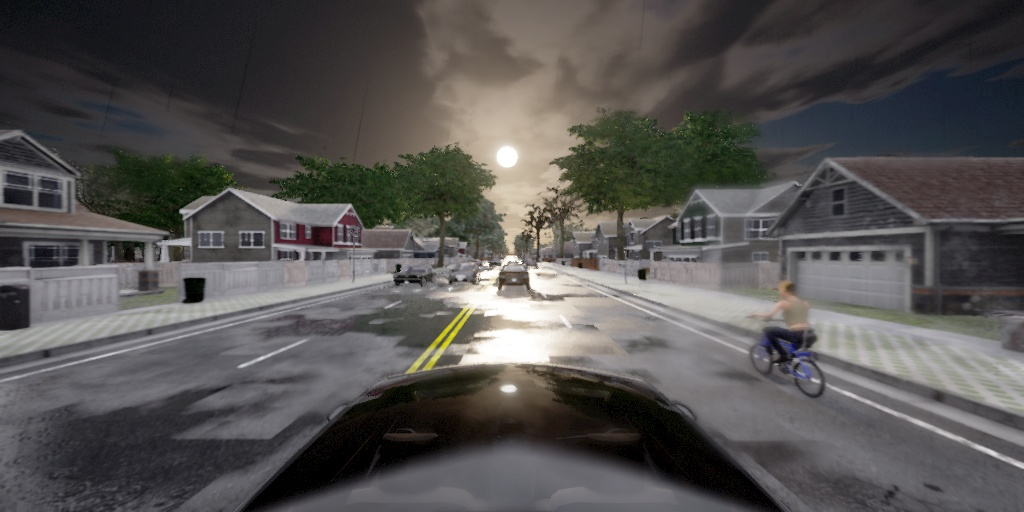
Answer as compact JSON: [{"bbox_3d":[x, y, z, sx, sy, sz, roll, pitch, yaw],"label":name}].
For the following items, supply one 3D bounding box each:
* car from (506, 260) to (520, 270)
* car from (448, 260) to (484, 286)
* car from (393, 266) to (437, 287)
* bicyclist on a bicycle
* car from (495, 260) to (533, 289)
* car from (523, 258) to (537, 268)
[{"bbox_3d":[0.172,1.340,54.315,1.994,1.385,4.181,0,0,0],"label":"car"},{"bbox_3d":[-3.317,1.237,25.603,2.128,1.511,4.902,0,0,0],"label":"car"},{"bbox_3d":[-6.570,1.343,24.590,1.895,1.301,4.718,0,0,0],"label":"car"},{"bbox_3d":[4.177,1.191,5.526,0.866,1.612,1.509,0,0,0],"label":"bicyclist on a bicycle"},{"bbox_3d":[0.127,1.227,22.989,1.882,1.535,5.008,0,0,0],"label":"car"},{"bbox_3d":[3.436,1.290,63.748,2.128,1.511,4.902,0,0,0],"label":"car"}]
